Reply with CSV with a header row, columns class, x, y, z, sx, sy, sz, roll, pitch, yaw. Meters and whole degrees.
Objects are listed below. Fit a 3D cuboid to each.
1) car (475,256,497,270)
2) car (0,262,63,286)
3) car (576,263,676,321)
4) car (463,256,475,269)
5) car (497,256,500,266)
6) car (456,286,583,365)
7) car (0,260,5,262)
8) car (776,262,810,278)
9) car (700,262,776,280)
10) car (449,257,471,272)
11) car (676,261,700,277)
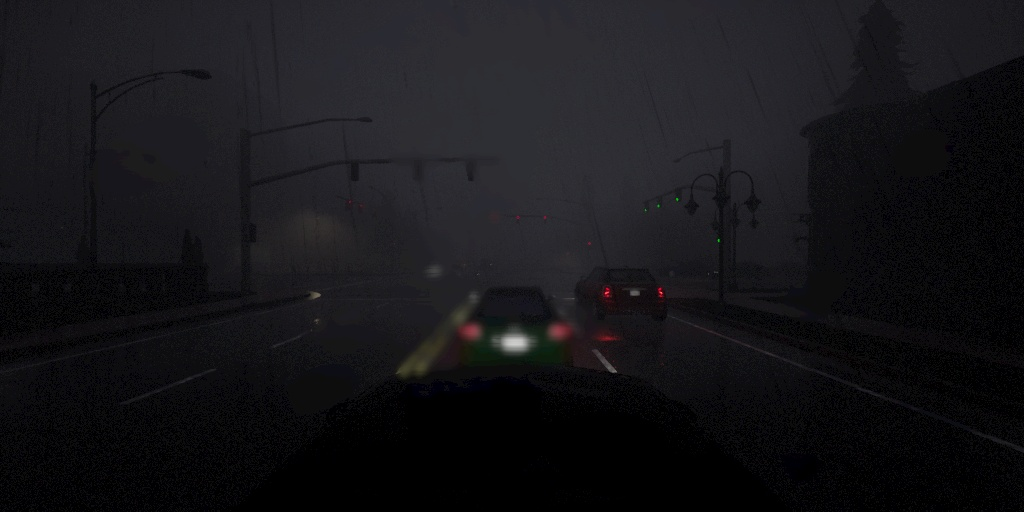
class,x,y,z,sx,sy,sz,roll,pitch,yaw
car,-3.605,1.102,50.733,2.097,1.767,4.553,0,0,0
car,-33.331,1.297,23.322,5.357,1.411,2.033,0,0,0
car,3.579,1.102,12.570,2.097,1.767,4.553,0,0,0
car,-7.101,1.241,57.223,2.128,1.511,4.902,0,0,0
car,-3.595,1.241,59.777,2.128,1.511,4.902,0,0,0
car,0.063,1.314,7.558,1.994,1.385,4.181,0,0,0
car,-50.612,1.102,33.984,4.553,1.767,2.097,0,0,0
car,25.517,1.276,33.904,4.674,1.442,1.812,0,0,-4
car,18.948,1.255,30.197,4.892,1.490,1.837,0,0,-1
car,-7.110,1.227,47.797,1.882,1.535,5.008,0,0,0
car,16.186,1.228,33.636,5.008,1.535,1.882,0,0,-2
